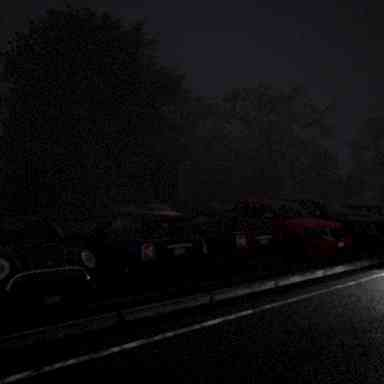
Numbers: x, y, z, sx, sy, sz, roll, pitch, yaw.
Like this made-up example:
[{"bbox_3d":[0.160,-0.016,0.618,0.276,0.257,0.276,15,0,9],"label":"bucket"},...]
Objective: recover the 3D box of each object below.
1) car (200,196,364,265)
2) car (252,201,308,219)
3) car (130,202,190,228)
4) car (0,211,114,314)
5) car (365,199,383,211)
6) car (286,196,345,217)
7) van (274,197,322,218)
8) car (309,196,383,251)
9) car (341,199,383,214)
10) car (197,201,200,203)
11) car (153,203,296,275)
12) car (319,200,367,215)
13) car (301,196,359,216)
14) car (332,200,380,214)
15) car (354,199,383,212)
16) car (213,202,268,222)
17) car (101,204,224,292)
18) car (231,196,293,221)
[{"bbox_3d":[3.059,1.305,12.658,2.435,2.045,5.566,1,0,-36],"label":"car"},{"bbox_3d":[8.587,1.692,32.938,1.946,1.575,5.366,1,0,-36],"label":"car"},{"bbox_3d":[-2.493,1.575,24.573,1.946,1.575,5.366,1,0,-36],"label":"car"},{"bbox_3d":[-3.821,1.360,7.820,2.185,1.767,4.553,1,0,-36],"label":"car"},{"bbox_3d":[26.778,1.810,45.687,2.231,1.521,4.892,0,0,-36],"label":"car"},{"bbox_3d":[13.198,1.490,36.036,2.435,2.045,5.566,1,0,-36],"label":"car"},{"bbox_3d":[10.887,1.492,34.495,1.878,1.987,4.442,1,0,-36],"label":"van"},{"bbox_3d":[5.341,1.329,14.287,2.435,2.045,5.566,1,0,-36],"label":"car"},{"bbox_3d":[22.146,1.796,42.615,1.946,1.575,5.366,0,0,-35],"label":"car"},{"bbox_3d":[1.900,1.499,27.974,2.185,1.767,4.553,1,0,-36],"label":"car"},{"bbox_3d":[0.779,1.407,11.027,2.185,1.767,4.553,1,0,-36],"label":"car"},{"bbox_3d":[17.715,1.806,39.260,2.163,1.488,4.792,0,0,-36],"label":"car"},{"bbox_3d":[15.491,1.509,37.603,2.435,2.045,5.566,0,0,-36],"label":"car"},{"bbox_3d":[20.014,1.822,40.830,2.163,1.488,4.792,0,0,-36],"label":"car"},{"bbox_3d":[24.517,1.805,44.074,2.097,1.535,5.008,0,0,-36],"label":"car"},{"bbox_3d":[4.194,1.677,29.538,2.163,1.488,4.792,1,0,-36],"label":"car"},{"bbox_3d":[-1.503,1.384,9.398,2.185,1.767,4.553,1,0,-36],"label":"car"},{"bbox_3d":[6.421,1.420,31.198,2.435,2.045,5.566,1,0,-36],"label":"car"}]
